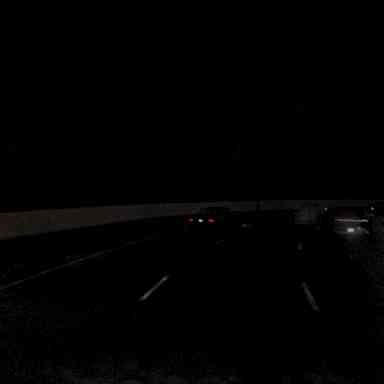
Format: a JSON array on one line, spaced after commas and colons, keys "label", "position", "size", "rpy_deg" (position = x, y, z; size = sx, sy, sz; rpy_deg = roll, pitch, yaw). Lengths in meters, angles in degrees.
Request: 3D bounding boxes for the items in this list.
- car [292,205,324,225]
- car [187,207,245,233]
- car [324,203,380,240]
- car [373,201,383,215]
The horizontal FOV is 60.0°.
[{"label": "car", "position": [9.063, 1.650, 24.993], "size": [1.994, 1.385, 4.181], "rpy_deg": [0, 0, 36]}, {"label": "car", "position": [1.599, 1.605, 20.173], "size": [2.033, 1.411, 5.357], "rpy_deg": [0, 0, 27]}, {"label": "car", "position": [8.506, 1.557, 17.686], "size": [2.128, 1.511, 4.902], "rpy_deg": [0, 0, 27]}, {"label": "car", "position": [20.547, 1.704, 35.996], "size": [4.181, 1.385, 1.994], "rpy_deg": [0, 0, -35]}]
